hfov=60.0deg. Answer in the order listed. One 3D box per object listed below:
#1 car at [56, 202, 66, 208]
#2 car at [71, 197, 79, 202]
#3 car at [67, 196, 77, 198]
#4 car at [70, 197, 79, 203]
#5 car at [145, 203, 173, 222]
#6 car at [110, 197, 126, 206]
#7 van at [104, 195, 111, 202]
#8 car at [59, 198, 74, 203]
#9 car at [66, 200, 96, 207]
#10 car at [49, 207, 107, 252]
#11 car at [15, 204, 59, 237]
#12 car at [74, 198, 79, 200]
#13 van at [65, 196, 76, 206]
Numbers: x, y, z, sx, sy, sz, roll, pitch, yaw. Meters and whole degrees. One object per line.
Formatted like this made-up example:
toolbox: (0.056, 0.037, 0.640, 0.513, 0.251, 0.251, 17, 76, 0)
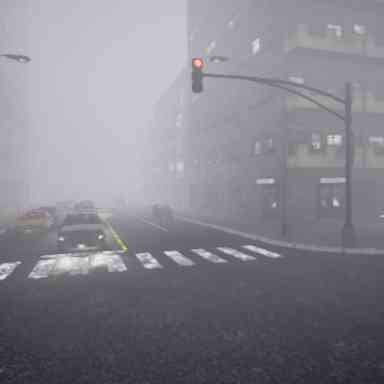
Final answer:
car: (-10.728, 1.721, 24.646, 1.947, 1.339, 4.313, -2, 0, -18)
car: (-31.304, 2.050, 89.306, 1.802, 1.307, 4.206, -2, 0, -18)
car: (-19.302, 1.829, 51.587, 1.887, 1.381, 4.507, -2, 0, -18)
car: (-29.590, 1.993, 83.918, 2.008, 1.369, 4.403, -2, 0, -18)
car: (-2.744, 1.589, 27.188, 2.008, 1.369, 4.403, -2, 0, -18)
car: (-13.036, 1.634, 59.517, 1.967, 1.590, 4.097, -2, 0, -18)
van: (-23.327, 1.693, 91.848, 1.690, 1.788, 3.998, -2, 0, -18)
car: (-15.873, 1.777, 40.811, 1.887, 1.381, 4.507, -2, 0, -18)
car: (-8.309, 1.612, 25.684, 2.128, 1.511, 4.902, -1, 0, -17)
car: (-4.864, 1.615, 14.777, 2.033, 1.411, 5.357, -1, 0, -17)
car: (-8.963, 1.654, 19.096, 1.752, 1.417, 4.829, -2, 0, -18)
car: (-11.932, 1.680, 37.335, 1.837, 1.490, 4.892, -1, 0, -18)
van: (-22.738, 1.678, 62.364, 1.690, 1.788, 3.998, -2, 0, -18)
